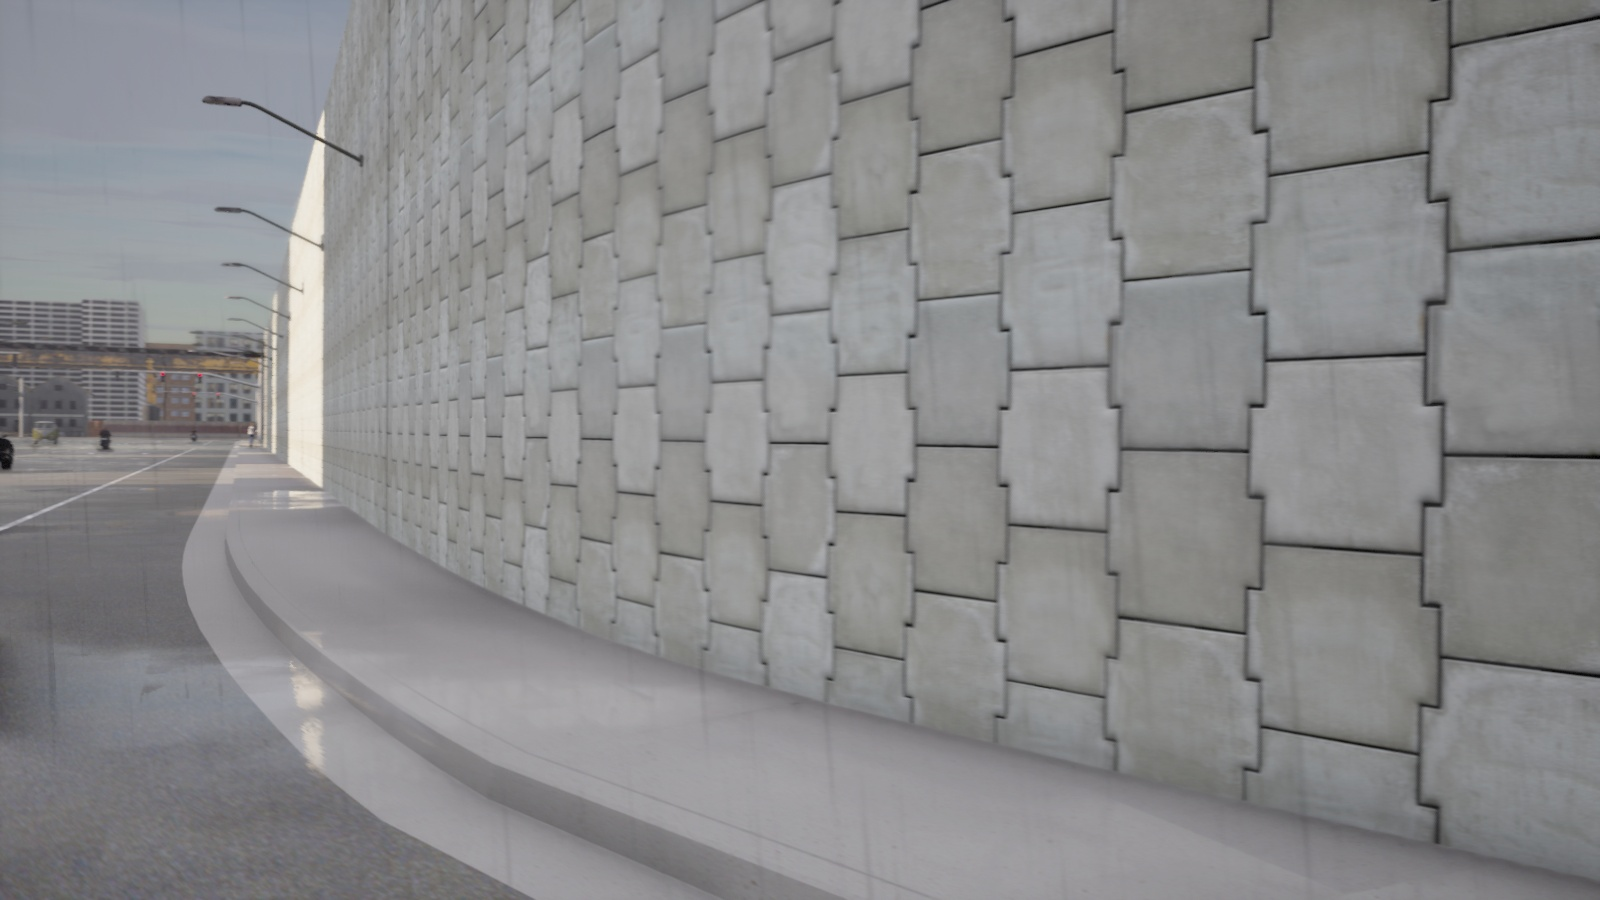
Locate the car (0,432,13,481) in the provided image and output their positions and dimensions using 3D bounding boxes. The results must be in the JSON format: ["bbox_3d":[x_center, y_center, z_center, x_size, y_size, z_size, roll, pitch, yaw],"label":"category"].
[{"bbox_3d":[-27.990,0.223,42.007,2.152,1.651,5.027,-1,1,-24],"label":"car"}]
